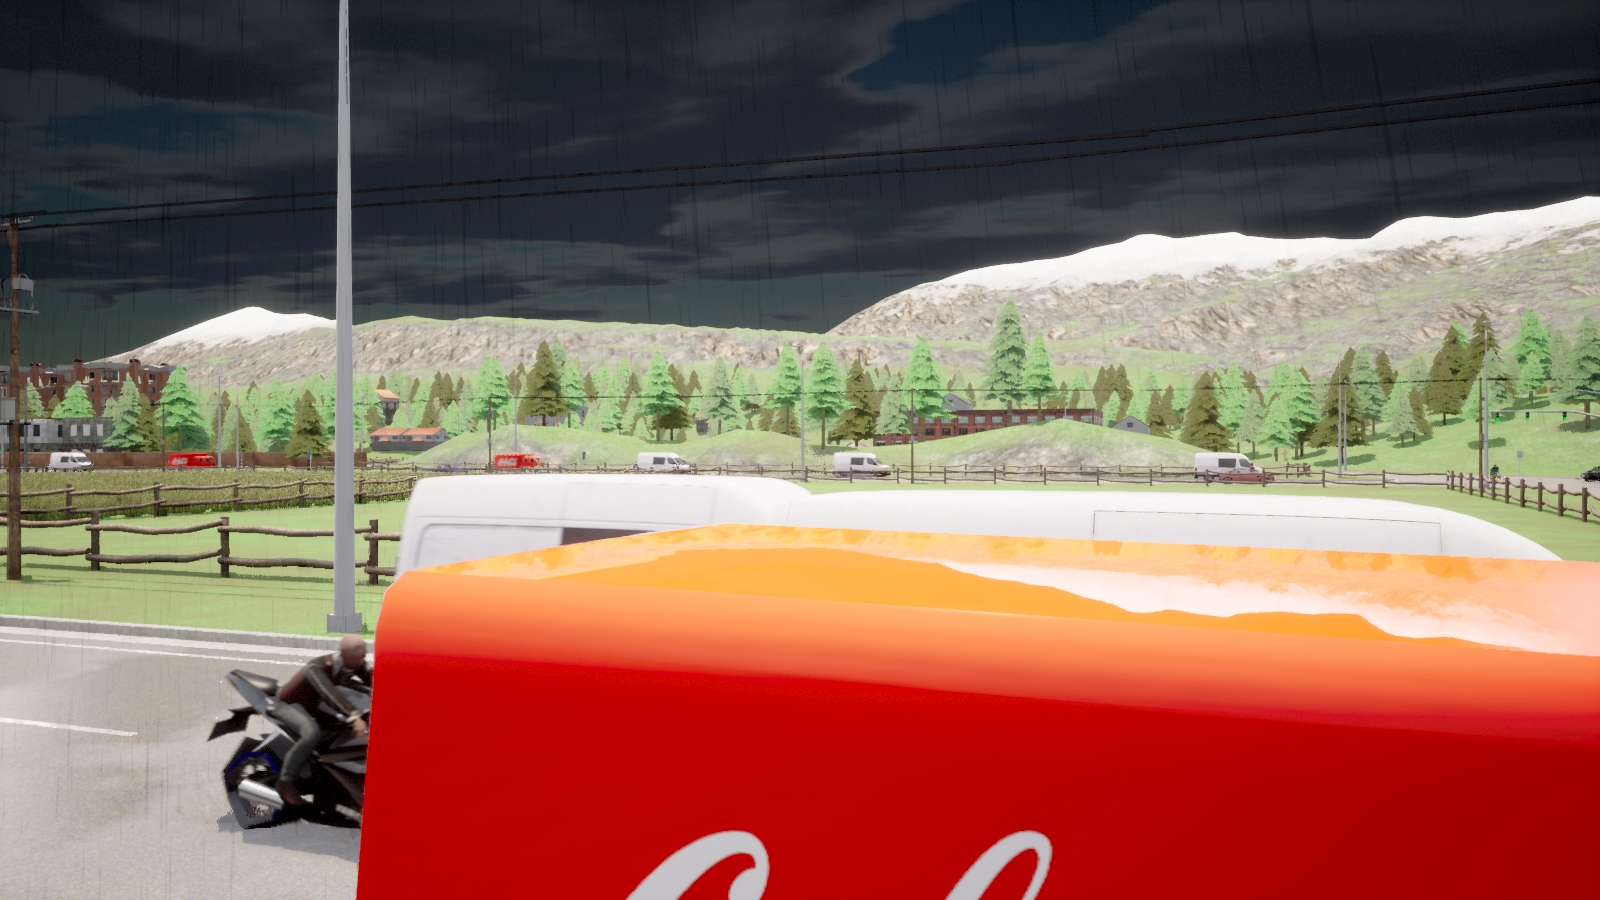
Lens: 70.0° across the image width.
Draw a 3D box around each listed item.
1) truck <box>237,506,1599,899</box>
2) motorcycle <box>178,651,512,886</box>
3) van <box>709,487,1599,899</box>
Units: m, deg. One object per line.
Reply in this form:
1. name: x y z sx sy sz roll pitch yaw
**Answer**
1. truck: 1.677 1.546 2.759 5.204 2.467 2.627 2 1 21
2. motorcycle: -3.267 2.209 8.211 2.209 1.251 0.867 0 0 20
3. van: 2.633 1.535 6.060 5.915 2.561 1.988 0 0 20
